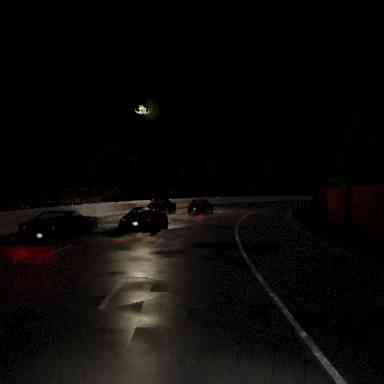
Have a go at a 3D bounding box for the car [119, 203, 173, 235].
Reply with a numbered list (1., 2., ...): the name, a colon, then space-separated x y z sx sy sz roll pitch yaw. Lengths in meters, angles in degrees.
1. car: -2.573 1.529 18.500 1.994 1.385 4.181 0 0 7

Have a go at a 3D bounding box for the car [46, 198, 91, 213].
1. car: -13.401 1.423 36.411 2.128 1.511 4.902 0 0 17

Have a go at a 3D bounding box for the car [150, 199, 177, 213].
1. car: -2.984 1.441 33.963 1.837 1.490 4.892 0 0 16

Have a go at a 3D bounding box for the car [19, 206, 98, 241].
1. car: -6.354 1.569 16.520 1.895 1.301 4.718 0 0 5

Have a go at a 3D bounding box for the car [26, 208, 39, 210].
1. car: -16.731 1.434 37.435 1.837 1.490 4.892 0 0 17

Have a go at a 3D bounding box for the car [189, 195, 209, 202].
1. car: 1.671 1.379 74.195 2.128 1.511 4.902 0 0 36

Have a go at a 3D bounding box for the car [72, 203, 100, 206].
1. car: -10.436 1.288 33.918 2.097 1.767 4.553 0 0 15

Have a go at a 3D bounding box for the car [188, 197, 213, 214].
1. car: 0.925 1.460 34.907 1.812 1.442 4.674 0 0 17

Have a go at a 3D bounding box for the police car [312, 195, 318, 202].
1. police car: 26.843 1.295 69.332 1.930 1.638 5.238 0 0 45
